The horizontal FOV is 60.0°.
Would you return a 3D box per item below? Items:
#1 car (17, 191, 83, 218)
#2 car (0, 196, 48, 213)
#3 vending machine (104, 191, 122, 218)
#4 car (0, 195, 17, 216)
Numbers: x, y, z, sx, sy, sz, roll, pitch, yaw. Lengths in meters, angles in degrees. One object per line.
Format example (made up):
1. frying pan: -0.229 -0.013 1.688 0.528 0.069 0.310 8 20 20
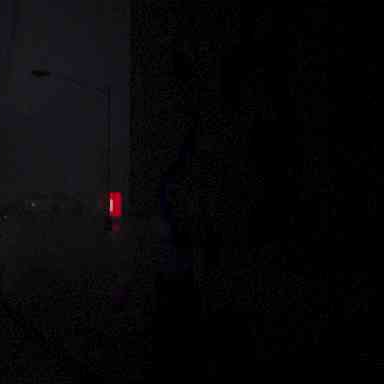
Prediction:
1. car: -11.062 0.971 26.978 2.150 2.045 5.566 0 0 11
2. car: -16.705 1.173 32.650 1.837 1.490 4.892 0 0 21
3. vending machine: -6.325 0.990 26.707 1.100 2.100 0.880 1 0 14
4. car: -14.280 1.194 27.982 1.882 1.535 5.008 0 0 11
